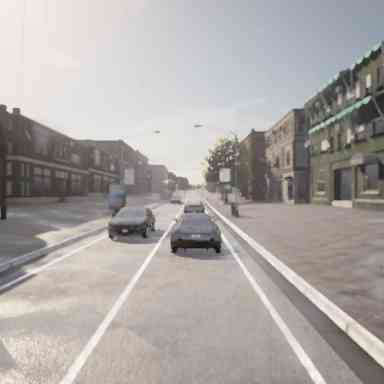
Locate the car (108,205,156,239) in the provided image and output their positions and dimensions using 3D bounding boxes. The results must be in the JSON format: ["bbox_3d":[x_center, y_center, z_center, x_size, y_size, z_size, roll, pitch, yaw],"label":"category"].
[{"bbox_3d":[-3.033,1.496,17.577,1.882,1.535,5.008,0,0,0],"label":"car"}]

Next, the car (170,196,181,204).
[{"bbox_3d":[-2.803,1.426,59.453,2.033,1.411,5.357,0,1,1],"label":"car"}]

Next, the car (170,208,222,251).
[{"bbox_3d":[0.153,1.579,14.091,1.994,1.385,4.181,0,0,0],"label":"car"}]

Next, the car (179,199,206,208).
[{"bbox_3d":[0.218,1.517,30.700,2.128,1.511,4.902,0,0,0],"label":"car"}]
